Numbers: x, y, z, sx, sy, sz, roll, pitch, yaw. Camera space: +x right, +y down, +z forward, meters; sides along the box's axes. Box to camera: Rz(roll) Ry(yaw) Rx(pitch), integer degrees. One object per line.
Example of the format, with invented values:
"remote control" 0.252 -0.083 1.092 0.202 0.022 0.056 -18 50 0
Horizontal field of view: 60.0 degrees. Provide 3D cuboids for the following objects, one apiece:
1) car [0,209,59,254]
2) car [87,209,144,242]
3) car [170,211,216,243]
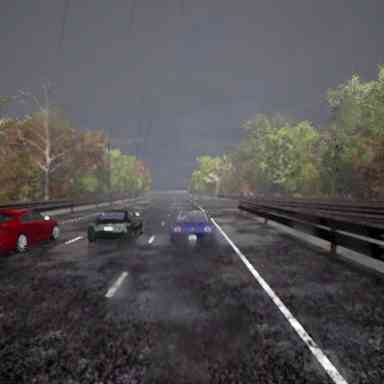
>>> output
"car" -6.977 1.416 13.217 1.882 1.535 5.008 0 0 -1
"car" -3.505 1.490 15.885 1.994 1.385 4.181 0 0 -1
"car" 0.003 1.528 15.550 1.895 1.301 4.718 0 0 -1
